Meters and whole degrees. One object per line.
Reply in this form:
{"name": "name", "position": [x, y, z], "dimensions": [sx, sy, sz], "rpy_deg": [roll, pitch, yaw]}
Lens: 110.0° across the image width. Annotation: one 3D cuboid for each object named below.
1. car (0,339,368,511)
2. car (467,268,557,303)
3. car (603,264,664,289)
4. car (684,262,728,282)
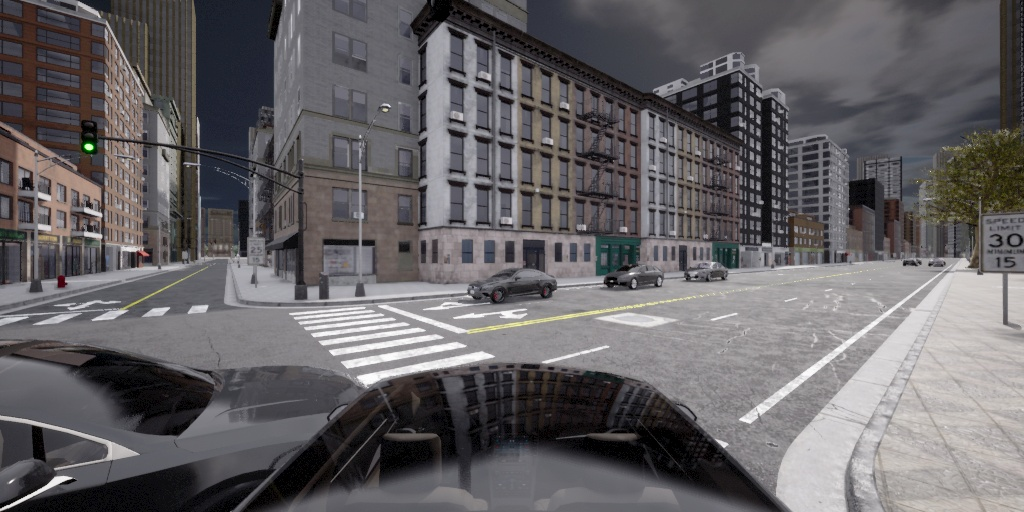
{"name": "car", "position": [-3.206, 1.257, 1.906], "dimensions": [4.892, 1.490, 1.837], "rpy_deg": [0, 0, -34]}
{"name": "car", "position": [0.124, 1.288, 16.846], "dimensions": [4.674, 1.442, 1.812], "rpy_deg": [0, 0, -38]}
{"name": "car", "position": [7.876, 1.260, 22.995], "dimensions": [4.892, 1.490, 1.837], "rpy_deg": [0, 0, -38]}
{"name": "car", "position": [15.949, 1.238, 29.386], "dimensions": [4.902, 1.511, 2.128], "rpy_deg": [0, 0, -38]}
